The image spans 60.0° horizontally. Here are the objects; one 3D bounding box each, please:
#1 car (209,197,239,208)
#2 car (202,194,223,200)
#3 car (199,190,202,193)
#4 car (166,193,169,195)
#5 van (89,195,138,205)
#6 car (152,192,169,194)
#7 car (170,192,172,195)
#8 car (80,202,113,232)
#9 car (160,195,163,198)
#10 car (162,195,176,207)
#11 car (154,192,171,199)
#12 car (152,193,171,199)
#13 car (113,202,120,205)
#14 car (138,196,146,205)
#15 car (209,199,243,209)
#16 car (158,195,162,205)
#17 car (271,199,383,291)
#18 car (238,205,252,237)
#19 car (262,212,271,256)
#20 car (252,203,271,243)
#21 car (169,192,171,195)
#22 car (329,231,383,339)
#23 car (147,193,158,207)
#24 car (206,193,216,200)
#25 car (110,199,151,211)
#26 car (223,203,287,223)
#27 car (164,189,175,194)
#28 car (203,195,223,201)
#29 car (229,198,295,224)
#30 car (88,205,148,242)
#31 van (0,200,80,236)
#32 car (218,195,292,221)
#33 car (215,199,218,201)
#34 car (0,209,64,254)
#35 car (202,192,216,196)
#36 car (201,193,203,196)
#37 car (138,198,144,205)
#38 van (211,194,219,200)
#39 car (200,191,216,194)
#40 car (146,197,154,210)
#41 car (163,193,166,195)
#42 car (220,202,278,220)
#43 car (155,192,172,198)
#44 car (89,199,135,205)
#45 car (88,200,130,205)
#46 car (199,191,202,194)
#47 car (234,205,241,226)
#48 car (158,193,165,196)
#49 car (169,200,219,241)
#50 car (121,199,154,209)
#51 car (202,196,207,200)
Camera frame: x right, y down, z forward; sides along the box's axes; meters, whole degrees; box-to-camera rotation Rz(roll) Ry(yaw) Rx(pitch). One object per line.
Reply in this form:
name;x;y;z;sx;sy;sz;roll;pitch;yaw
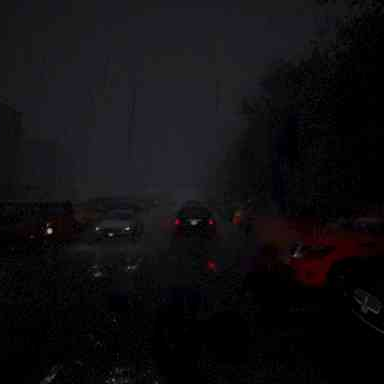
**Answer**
car;5.067;1.649;52.529;4.553;1.767;2.185;0;0;0
car;5.219;1.216;85.868;5.366;1.575;1.946;0;2;0
car;5.035;0.904;94.351;4.674;1.452;2.002;0;3;0
car;-8.075;1.638;71.871;4.792;1.488;2.163;0;1;0
van;-7.926;1.457;32.879;4.442;1.987;1.878;0;0;0
car;-8.077;1.425;74.655;4.553;1.767;2.185;0;1;0
car;-8.053;1.322;83.016;4.892;1.521;2.231;0;2;0
car;-8.227;1.619;21.744;5.366;1.575;1.946;0;0;0
car;-8.042;1.794;60.728;4.674;1.452;2.002;0;0;0
car;-3.566;1.769;57.406;1.882;1.535;5.008;0;0;0
car;-8.016;0.872;91.367;4.553;1.767;2.185;0;2;0
car;-8.052;1.114;88.595;5.008;1.535;2.097;0;2;0
car;-8.039;1.678;24.527;4.674;1.452;2.002;0;0;0
car;-8.074;1.586;38.570;4.553;1.767;2.185;0;0;0
car;5.031;1.766;49.743;5.008;1.535;2.097;0;0;0
car;-8.049;1.776;55.150;5.008;1.535;2.097;0;0;0
car;5.011;1.284;7.846;5.566;2.045;2.435;0;0;0
car;5.033;1.588;16.201;5.008;1.535;2.097;0;0;0
car;5.044;1.553;10.632;5.008;1.535;2.097;0;0;0
car;5.007;1.446;13.417;4.553;1.767;2.185;0;0;0
car;-8.075;1.438;80.239;4.792;1.488;2.163;0;2;0
car;5.046;1.518;5.061;4.892;1.521;2.231;0;0;0
car;-8.015;1.501;46.795;5.566;2.045;2.435;0;0;0
car;5.008;1.487;44.051;5.566;2.045;2.435;0;0;0
car;-8.049;1.738;44.011;5.008;1.535;2.097;0;0;0
car;5.066;1.683;27.342;4.792;1.488;2.163;0;0;0
car;-8.018;0.971;85.794;5.566;2.045;2.435;0;2;0
car;5.005;1.432;80.420;4.792;1.488;2.163;0;2;0
car;5.007;1.496;21.771;4.553;1.767;2.185;0;0;0
car;-3.601;1.640;17.081;1.812;1.442;4.674;0;0;0
van;-8.159;1.364;16.242;4.442;1.987;1.878;0;0;0
car;5.010;1.387;24.556;5.566;2.045;2.435;0;0;0
car;5.043;1.682;32.910;5.008;1.535;2.097;0;0;0
car;-8.070;1.601;13.393;4.792;1.488;2.163;0;0;0
car;5.064;1.516;58.109;5.566;2.045;2.435;0;0;0
car;5.029;1.546;74.840;5.008;1.535;2.097;0;1;0
car;-8.036;1.699;35.661;4.892;1.521;2.231;0;0;0
van;4.920;1.499;41.266;4.442;1.987;1.878;0;0;0
car;5.219;1.315;83.074;5.366;1.575;1.946;0;2;0
car;-7.858;1.722;41.227;5.366;1.575;1.946;0;0;0
car;-8.014;1.574;66.294;4.553;1.767;2.185;0;1;0
car;5.044;1.669;30.125;4.892;1.521;2.231;0;0;0
car;-8.018;0.903;94.157;4.792;1.488;2.163;0;3;0
car;-8.037;1.668;30.094;5.008;1.535;2.097;0;0;0
car;-8.047;1.653;27.311;5.008;1.535;2.097;0;0;0
car;5.062;1.141;88.659;4.792;1.488;2.163;0;2;0
car;5.041;1.645;18.985;4.674;1.452;2.002;0;0;0
car;-8.014;1.605;63.514;4.553;1.767;2.185;0;0;0
car;0.098;1.469;17.537;2.097;1.767;4.553;0;0;0
car;-8.046;1.806;49.577;4.674;1.452;2.002;0;0;0
car;0.097;1.557;33.271;2.097;1.767;4.553;0;0;0
